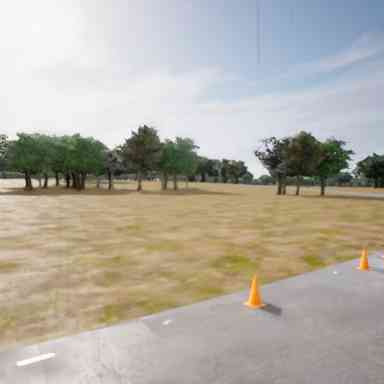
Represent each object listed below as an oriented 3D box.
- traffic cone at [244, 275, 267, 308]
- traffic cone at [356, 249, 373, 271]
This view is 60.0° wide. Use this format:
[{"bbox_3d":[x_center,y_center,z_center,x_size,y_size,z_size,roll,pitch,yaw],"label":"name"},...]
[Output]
[{"bbox_3d":[1.276,1.970,6.688,0.340,0.580,0.340,0,0,-38],"label":"traffic cone"},{"bbox_3d":[5.074,1.970,9.781,0.340,0.580,0.340,0,0,-40],"label":"traffic cone"}]
